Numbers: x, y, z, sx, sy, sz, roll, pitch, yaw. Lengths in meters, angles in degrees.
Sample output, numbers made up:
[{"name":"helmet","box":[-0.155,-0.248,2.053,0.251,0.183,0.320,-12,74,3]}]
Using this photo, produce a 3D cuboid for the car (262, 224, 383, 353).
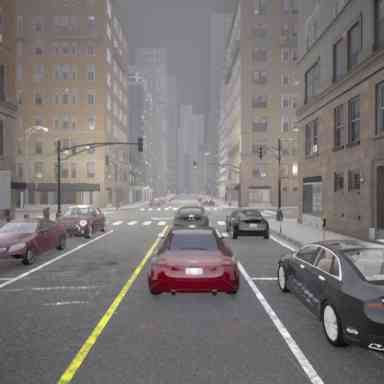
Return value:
[{"name":"car","box":[2.825,1.550,6.113,2.008,1.369,4.403,0,0,0]}]

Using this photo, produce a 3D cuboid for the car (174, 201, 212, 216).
[{"name":"car","box":[0.034,1.505,18.273,1.837,1.490,4.892,0,0,3]}]

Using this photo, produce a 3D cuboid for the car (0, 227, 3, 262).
[{"name":"car","box":[-5.699,1.565,6.066,1.947,1.339,4.313,0,0,0]}]

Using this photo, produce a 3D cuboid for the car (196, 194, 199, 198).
[{"name":"car","box":[2.513,1.516,75.841,1.967,1.590,4.097,0,0,0]}]

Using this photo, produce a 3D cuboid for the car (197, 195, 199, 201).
[{"name":"car","box":[2.554,1.599,65.023,2.008,1.369,4.403,0,0,0]}]

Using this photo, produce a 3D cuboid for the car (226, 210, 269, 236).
[{"name":"car","box":[2.765,1.565,17.115,1.947,1.339,4.313,0,0,0]}]

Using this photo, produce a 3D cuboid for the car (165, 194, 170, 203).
[{"name":"car","box":[-5.971,1.599,64.988,2.008,1.369,4.403,0,0,0]}]

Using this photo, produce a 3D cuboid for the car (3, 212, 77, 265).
[{"name":"car","box":[-5.730,1.581,11.567,1.802,1.307,4.206,0,0,0]}]

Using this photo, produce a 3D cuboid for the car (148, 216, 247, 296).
[{"name":"car","box":[0.033,1.563,8.693,1.994,1.385,4.181,0,0,0]}]

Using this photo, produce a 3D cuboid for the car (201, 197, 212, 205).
[{"name":"car","box":[2.573,1.564,59.784,1.752,1.417,4.829,0,0,0]}]

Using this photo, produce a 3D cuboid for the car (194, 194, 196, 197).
[{"name":"car","box":[2.452,1.447,92.068,2.192,1.841,5.009,0,0,0]}]

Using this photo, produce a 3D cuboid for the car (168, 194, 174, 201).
[{"name":"car","box":[-6.031,1.617,81.044,1.752,1.417,4.829,0,0,0]}]

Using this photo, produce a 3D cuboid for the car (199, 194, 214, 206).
[{"name":"car","box":[2.594,1.470,54.205,1.967,1.590,4.097,0,0,0]}]

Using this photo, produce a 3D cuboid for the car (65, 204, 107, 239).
[{"name":"car","box":[-5.761,1.439,17.069,1.967,1.590,4.097,0,0,0]}]

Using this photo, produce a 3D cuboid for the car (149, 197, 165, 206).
[{"name":"car","box":[-5.931,1.612,54.171,1.802,1.307,4.206,0,0,0]}]

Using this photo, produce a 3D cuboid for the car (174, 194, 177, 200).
[{"name":"car","box":[-6.073,1.446,92.031,2.192,1.841,5.009,0,0,0]}]
